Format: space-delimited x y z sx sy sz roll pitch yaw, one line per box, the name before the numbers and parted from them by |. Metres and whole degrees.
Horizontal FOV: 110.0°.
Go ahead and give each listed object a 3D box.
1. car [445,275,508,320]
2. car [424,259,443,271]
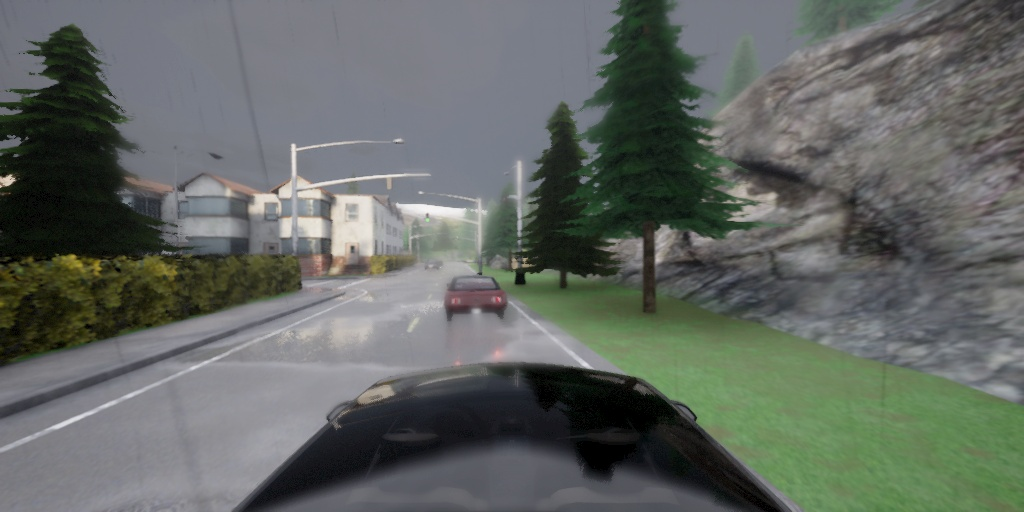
car | -1.372 1.330 12.682 1.895 1.301 4.718 -1 0 -9
car | -10.959 1.191 49.214 2.128 1.511 4.902 -1 0 -9
